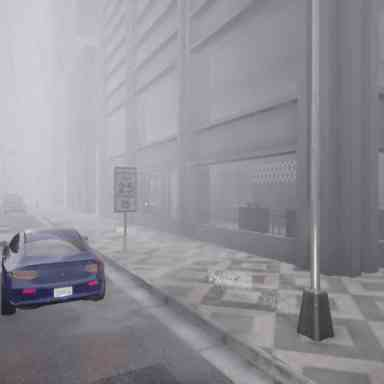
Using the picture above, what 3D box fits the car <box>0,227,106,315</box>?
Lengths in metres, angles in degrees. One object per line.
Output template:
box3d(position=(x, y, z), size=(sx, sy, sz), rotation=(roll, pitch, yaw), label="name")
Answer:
box3d(position=(-3.307, 1.527, 7.641), size=(1.812, 1.442, 4.674), rotation=(0, 0, -29), label="car")

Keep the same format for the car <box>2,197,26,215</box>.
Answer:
box3d(position=(-17.925, 1.558, 33.791), size=(2.033, 1.411, 5.357), rotation=(0, 0, -29), label="car")

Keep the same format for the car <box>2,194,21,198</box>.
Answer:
box3d(position=(-23.089, 1.236, 42.900), size=(2.150, 2.045, 5.566), rotation=(0, 0, -29), label="car")
